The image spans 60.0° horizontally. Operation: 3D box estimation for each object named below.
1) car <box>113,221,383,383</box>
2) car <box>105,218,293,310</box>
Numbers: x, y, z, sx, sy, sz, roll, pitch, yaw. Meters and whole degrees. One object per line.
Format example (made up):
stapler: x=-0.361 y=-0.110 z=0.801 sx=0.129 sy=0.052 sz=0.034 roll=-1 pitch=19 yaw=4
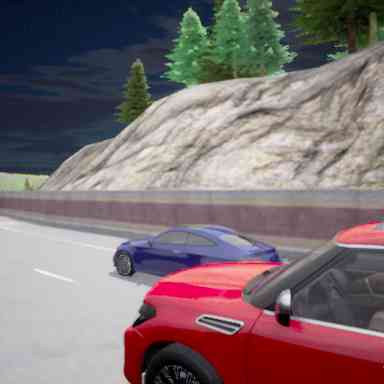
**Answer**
car: x=1.937 y=1.233 z=2.664 sx=5.566 sy=2.045 sz=2.150 roll=0 pitch=0 yaw=35
car: x=-0.032 y=1.551 z=8.546 sx=4.674 sy=1.442 sz=1.812 roll=0 pitch=0 yaw=38
